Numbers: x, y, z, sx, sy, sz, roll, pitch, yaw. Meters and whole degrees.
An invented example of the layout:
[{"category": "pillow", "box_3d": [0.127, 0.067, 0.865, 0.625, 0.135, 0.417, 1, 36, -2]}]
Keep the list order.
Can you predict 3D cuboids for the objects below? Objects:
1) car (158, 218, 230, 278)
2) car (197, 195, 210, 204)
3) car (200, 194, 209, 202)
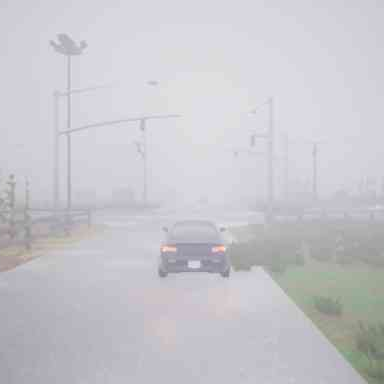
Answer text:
[{"category": "car", "box_3d": [0.059, 1.492, 9.954, 1.812, 1.442, 4.674, 0, 0, 0]}, {"category": "car", "box_3d": [1.936, 1.252, 56.359, 1.882, 1.535, 5.008, 0, 0, 3]}, {"category": "car", "box_3d": [2.738, 1.262, 71.802, 2.033, 1.411, 5.357, 0, 0, 3]}]
